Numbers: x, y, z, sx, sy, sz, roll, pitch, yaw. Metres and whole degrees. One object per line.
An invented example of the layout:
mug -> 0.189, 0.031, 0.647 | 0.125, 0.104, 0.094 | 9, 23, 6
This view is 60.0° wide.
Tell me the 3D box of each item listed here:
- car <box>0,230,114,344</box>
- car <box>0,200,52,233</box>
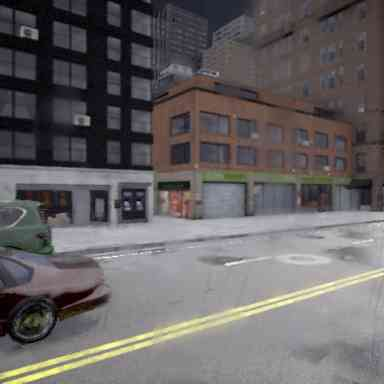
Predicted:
car -> -3.940, 1.548, 4.869 | 5.357, 1.411, 2.033 | 0, 0, -35
car -> -6.031, 1.223, 7.369 | 5.566, 2.045, 2.150 | 0, 0, -35
